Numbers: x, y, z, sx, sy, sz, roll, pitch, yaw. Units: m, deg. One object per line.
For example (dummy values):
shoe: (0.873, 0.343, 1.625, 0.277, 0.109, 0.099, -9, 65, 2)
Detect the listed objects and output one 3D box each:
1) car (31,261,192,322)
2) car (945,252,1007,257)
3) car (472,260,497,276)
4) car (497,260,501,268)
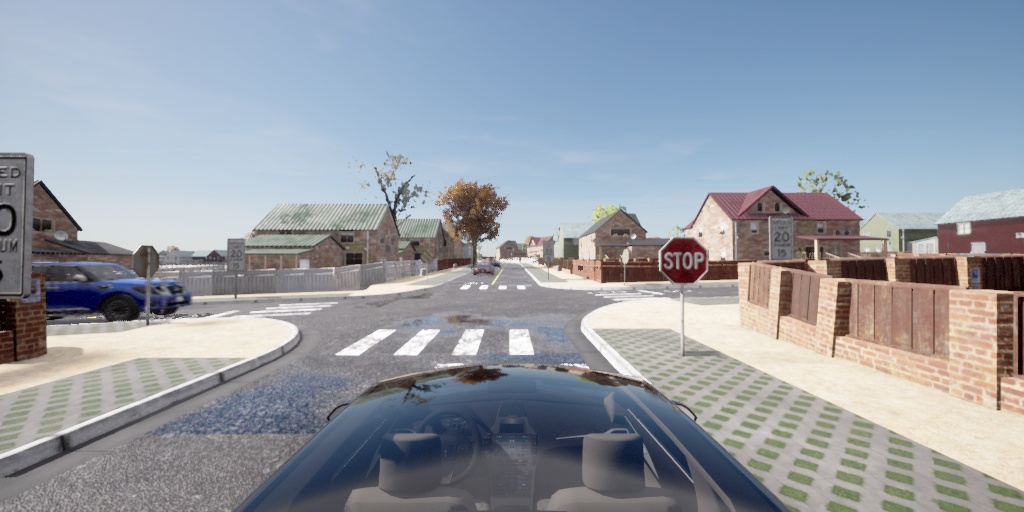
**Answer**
car: (-14.261, 1.186, 11.864, 5.566, 2.045, 2.150, -1, -1, -13)
car: (24.930, 0.664, 19.788, 4.553, 1.767, 2.097, -1, -1, -2)
car: (-2.849, 1.294, 36.639, 1.994, 1.385, 4.181, 0, 0, 0)
car: (-2.817, 1.307, 58.329, 1.895, 1.301, 4.718, 0, 0, 0)
